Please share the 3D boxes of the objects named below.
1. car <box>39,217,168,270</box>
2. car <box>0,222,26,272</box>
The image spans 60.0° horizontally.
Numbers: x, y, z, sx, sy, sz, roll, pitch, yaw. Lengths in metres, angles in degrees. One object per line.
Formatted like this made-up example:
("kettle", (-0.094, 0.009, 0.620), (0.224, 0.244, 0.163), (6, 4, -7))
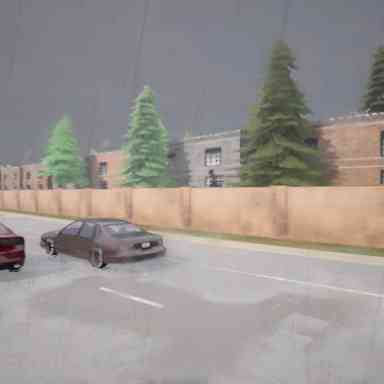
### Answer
("car", (-3.205, 1.580, 11.303), (5.357, 1.411, 2.033), (0, 0, 42))
("car", (-6.722, 1.497, 9.882), (5.008, 1.535, 1.882), (0, 0, 42))
